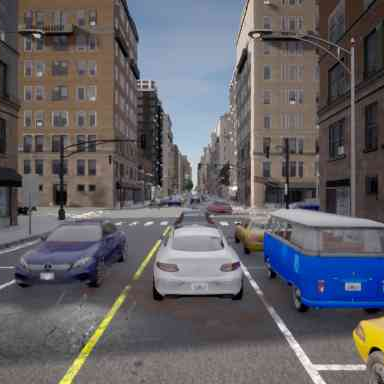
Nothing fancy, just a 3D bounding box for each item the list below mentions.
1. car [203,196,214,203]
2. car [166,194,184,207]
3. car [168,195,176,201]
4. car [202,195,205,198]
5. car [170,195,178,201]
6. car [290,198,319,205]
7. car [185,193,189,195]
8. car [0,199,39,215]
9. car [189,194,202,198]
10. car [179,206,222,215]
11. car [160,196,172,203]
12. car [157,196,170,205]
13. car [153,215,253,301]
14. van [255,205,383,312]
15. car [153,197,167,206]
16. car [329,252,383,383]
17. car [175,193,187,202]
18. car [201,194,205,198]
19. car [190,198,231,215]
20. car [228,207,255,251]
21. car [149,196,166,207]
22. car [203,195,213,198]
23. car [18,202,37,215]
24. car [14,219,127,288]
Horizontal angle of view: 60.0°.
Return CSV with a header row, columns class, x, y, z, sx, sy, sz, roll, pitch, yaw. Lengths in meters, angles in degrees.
class,x,y,z,sx,sy,sz,roll,pitch,yaw
car,3.309,1.548,67.322,1.887,1.381,4.507,1,0,1
car,-2.674,1.483,52.175,1.882,1.535,5.008,0,0,1
car,-4.979,1.526,83.852,1.752,1.417,4.829,1,0,1
car,3.150,1.549,56.261,1.887,1.381,4.507,1,0,1
car,-4.898,1.565,89.551,1.947,1.339,4.313,1,0,1
car,13.618,1.506,38.750,4.553,1.767,2.097,0,-1,1
car,-2.300,1.359,71.963,2.097,1.767,4.553,0,0,1
car,-18.043,1.411,32.311,5.357,1.411,2.033,0,-1,0
car,0.684,1.529,64.706,1.812,1.442,4.674,0,0,1
car,0.116,1.566,15.580,1.994,1.385,4.181,0,0,0
car,-5.215,1.549,67.436,1.887,1.381,4.507,1,0,1
car,-5.295,1.556,61.907,2.008,1.369,4.403,1,0,1
car,0.089,1.527,8.244,1.812,1.442,4.674,0,0,-1
van,2.689,1.342,7.395,1.690,1.788,3.998,1,0,0
car,-5.375,1.571,56.378,1.947,1.339,4.313,1,0,1
car,2.679,1.526,1.891,1.752,1.417,4.829,1,0,0
car,-2.511,1.482,61.835,1.882,1.535,5.008,0,0,1
car,3.229,1.555,61.791,2.008,1.369,4.403,1,0,1
car,1.906,1.568,32.566,4.181,1.385,1.994,0,0,-35
car,2.697,1.528,13.238,1.752,1.417,4.829,1,0,0
car,-5.454,1.588,50.850,1.802,1.307,4.206,1,0,1
car,3.071,1.571,50.731,1.947,1.339,4.313,1,0,1
car,-16.503,1.443,29.043,4.718,1.301,1.895,0,-1,1
car,-3.060,1.527,9.394,1.812,1.442,4.674,0,0,0
